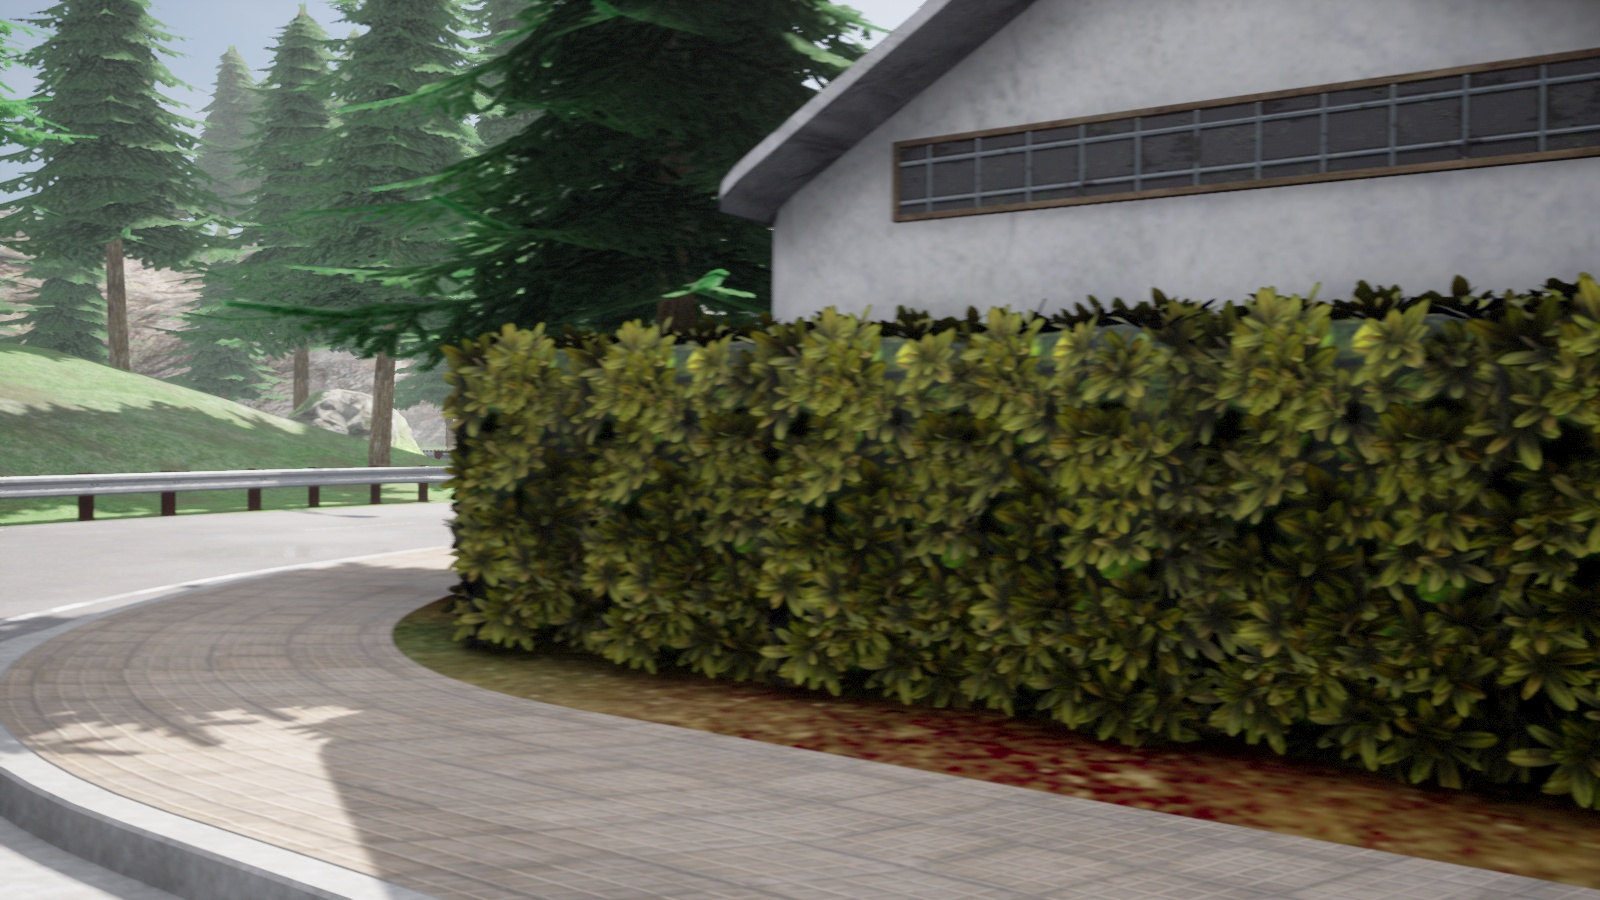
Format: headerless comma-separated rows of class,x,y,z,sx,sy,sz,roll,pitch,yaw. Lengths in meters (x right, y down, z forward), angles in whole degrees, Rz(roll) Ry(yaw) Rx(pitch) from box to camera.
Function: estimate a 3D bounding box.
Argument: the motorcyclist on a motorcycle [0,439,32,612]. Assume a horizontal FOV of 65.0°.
motorcyclist on a motorcycle,-7.549,0.681,10.544,0.866,1.530,2.191,0,1,0
